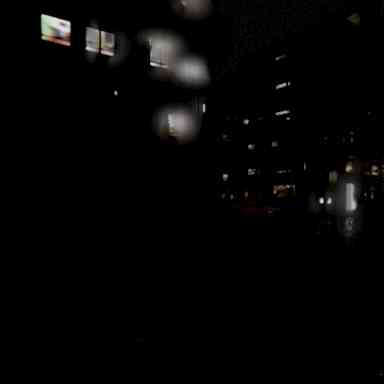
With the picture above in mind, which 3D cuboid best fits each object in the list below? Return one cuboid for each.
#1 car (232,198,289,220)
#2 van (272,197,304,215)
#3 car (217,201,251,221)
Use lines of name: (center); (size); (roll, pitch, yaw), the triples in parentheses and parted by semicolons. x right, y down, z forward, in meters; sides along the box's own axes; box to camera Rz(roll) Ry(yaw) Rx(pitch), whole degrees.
car: (5.775, 1.605, 29.636); (1.882, 1.535, 5.008); (-1, 0, -36)
van: (9.529, 1.431, 34.285); (1.690, 1.788, 3.998); (-2, 0, -36)
car: (2.791, 1.755, 29.368); (1.802, 1.307, 4.206); (-2, 0, -36)
